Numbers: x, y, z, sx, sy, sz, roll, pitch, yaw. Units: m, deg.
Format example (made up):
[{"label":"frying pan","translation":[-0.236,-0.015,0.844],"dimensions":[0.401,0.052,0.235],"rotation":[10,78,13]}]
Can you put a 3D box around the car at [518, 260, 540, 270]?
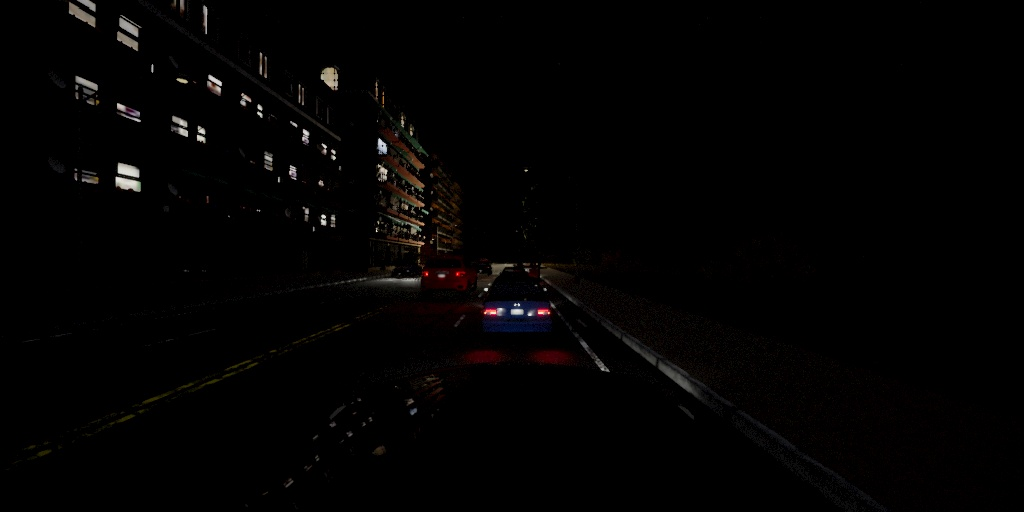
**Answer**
[{"label":"car","translation":[1.170,1.104,29.811],"dimensions":[2.097,1.767,4.553],"rotation":[0,0,0]}]

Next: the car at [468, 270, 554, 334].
[{"label":"car","translation":[0.112,1.299,10.542],"dimensions":[2.033,1.411,5.357],"rotation":[0,0,0]}]

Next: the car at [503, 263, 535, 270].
[{"label":"car","translation":[0.116,1.317,20.876],"dimensions":[1.994,1.385,4.181],"rotation":[0,0,1]}]

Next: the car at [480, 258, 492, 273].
[{"label":"car","translation":[-3.106,1.279,38.062],"dimensions":[1.812,1.442,4.674],"rotation":[0,0,0]}]

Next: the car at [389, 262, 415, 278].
[{"label":"car","translation":[-9.800,1.279,33.553],"dimensions":[1.812,1.442,4.674],"rotation":[0,0,0]}]

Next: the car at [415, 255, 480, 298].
[{"label":"car","translation":[-3.132,0.975,18.684],"dimensions":[2.150,2.045,5.566],"rotation":[0,0,0]}]
